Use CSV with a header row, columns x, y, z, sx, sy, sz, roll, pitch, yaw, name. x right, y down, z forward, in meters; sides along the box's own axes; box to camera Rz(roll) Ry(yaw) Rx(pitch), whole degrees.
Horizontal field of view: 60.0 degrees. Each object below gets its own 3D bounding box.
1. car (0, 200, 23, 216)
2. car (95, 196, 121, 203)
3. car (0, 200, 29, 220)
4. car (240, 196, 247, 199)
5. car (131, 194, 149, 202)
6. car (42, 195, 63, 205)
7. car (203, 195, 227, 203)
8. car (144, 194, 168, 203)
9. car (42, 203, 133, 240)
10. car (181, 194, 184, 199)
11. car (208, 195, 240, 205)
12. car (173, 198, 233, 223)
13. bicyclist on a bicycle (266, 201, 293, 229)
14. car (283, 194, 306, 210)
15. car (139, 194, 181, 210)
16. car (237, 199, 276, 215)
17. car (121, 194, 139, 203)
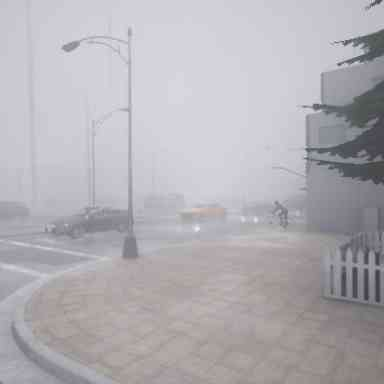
x,y,z,sx,sy,sz,roll,pitch,yaw,name
-19.432,1.567,34.348,3.806,1.475,1.970,0,0,36,car
-15.327,1.535,58.564,4.514,1.523,2.007,0,0,36,car
-15.192,1.518,27.568,3.633,1.501,1.845,0,0,36,car
8.303,1.378,60.808,3.806,1.475,1.970,0,0,36,car
-11.835,1.350,75.501,3.866,1.878,1.905,0,0,36,car
-21.248,1.557,50.514,3.633,1.501,1.845,0,0,36,car
4.765,1.479,67.920,4.514,1.523,2.007,0,0,36,car
-7.414,1.330,68.210,4.605,1.855,1.932,0,0,36,car
-5.311,1.551,17.733,2.128,1.511,4.902,0,0,36,car
-2.755,1.222,45.094,3.866,1.878,1.905,0,0,36,car
4.783,1.298,55.432,5.027,1.636,2.152,0,0,36,car
1.008,1.536,26.386,1.882,1.535,5.008,0,0,36,car
5.013,1.321,19.177,1.656,1.620,0.582,-1,0,36,bicyclist on a bicycle
13.990,1.280,44.094,2.150,2.045,5.566,0,0,36,car
-4.133,1.240,42.504,4.605,1.855,1.932,0,0,36,car
6.922,1.658,34.480,1.895,1.301,4.718,0,0,36,car
-14.286,1.637,73.174,3.806,1.475,1.970,0,0,36,car
